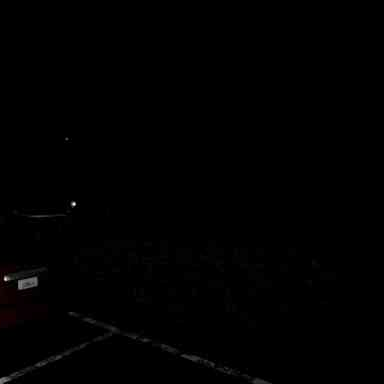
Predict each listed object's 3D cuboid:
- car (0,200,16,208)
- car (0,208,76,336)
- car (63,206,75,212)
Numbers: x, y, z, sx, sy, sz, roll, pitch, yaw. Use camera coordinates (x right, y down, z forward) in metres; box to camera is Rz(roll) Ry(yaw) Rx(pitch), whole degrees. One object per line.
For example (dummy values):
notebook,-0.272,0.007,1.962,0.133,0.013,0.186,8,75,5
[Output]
car,-18.239,1.503,29.766,2.097,1.767,4.553,-1,-1,37
car,-4.142,1.316,5.907,5.009,1.841,2.192,0,-1,36
car,-12.163,1.838,37.951,1.895,1.301,4.718,-1,-1,36
